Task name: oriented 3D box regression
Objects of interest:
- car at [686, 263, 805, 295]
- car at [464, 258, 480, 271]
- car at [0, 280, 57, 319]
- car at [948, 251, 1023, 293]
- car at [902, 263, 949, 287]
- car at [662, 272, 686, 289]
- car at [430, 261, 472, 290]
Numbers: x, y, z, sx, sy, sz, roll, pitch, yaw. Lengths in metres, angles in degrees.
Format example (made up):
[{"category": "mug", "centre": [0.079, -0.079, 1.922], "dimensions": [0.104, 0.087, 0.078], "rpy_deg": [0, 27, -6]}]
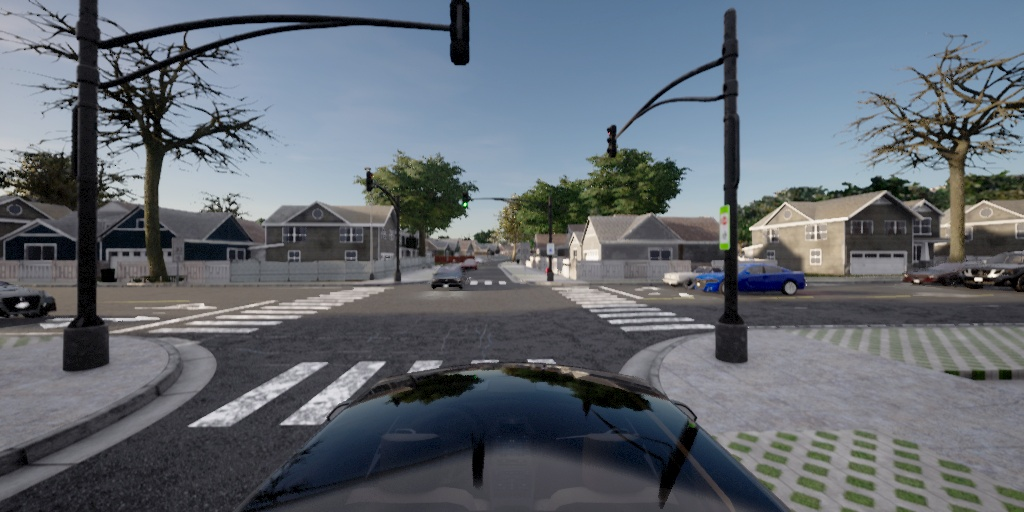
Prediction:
[{"category": "car", "centre": [11.737, 1.121, 17.883], "dimensions": [5.008, 1.535, 1.882], "rpy_deg": [0, 0, -2]}, {"category": "car", "centre": [-5.474, 1.141, 46.500], "dimensions": [1.882, 1.535, 5.008], "rpy_deg": [0, 1, -4]}, {"category": "car", "centre": [-15.772, 1.207, 10.019], "dimensions": [4.181, 1.385, 1.994], "rpy_deg": [0, 0, -2]}, {"category": "car", "centre": [26.687, 0.759, 18.513], "dimensions": [5.566, 2.045, 2.150], "rpy_deg": [-2, 0, -2]}, {"category": "car", "centre": [27.120, 1.105, 21.783], "dimensions": [5.357, 1.411, 2.033], "rpy_deg": [-1, 0, -2]}, {"category": "car", "centre": [11.476, 1.260, 21.126], "dimensions": [4.718, 1.301, 1.895], "rpy_deg": [0, 0, -2]}, {"category": "car", "centre": [-3.804, 1.261, 22.342], "dimensions": [2.033, 1.411, 5.357], "rpy_deg": [0, 0, -4]}]
